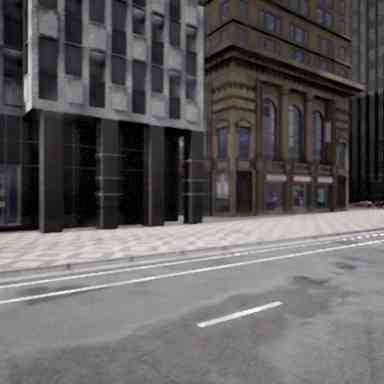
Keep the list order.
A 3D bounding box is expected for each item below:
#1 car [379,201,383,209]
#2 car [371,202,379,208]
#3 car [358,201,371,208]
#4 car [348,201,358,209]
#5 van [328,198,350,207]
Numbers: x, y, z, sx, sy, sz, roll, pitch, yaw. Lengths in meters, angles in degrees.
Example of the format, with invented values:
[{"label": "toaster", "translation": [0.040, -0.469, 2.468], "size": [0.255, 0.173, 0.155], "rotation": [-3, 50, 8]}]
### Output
[{"label": "car", "translation": [32.694, 2.217, 52.164], "size": [1.752, 1.417, 4.829], "rotation": [-1, 0, -35]}, {"label": "car", "translation": [36.613, 2.097, 61.382], "size": [2.192, 1.841, 5.009], "rotation": [-1, 0, -35]}, {"label": "car", "translation": [33.678, 2.433, 65.532], "size": [1.802, 1.307, 4.206], "rotation": [-1, 0, -35]}, {"label": "car", "translation": [26.941, 2.377, 60.271], "size": [2.008, 1.369, 4.403], "rotation": [-1, 0, -35]}, {"label": "van", "translation": [30.734, 2.261, 69.685], "size": [1.690, 1.788, 3.998], "rotation": [-1, 0, -35]}]
